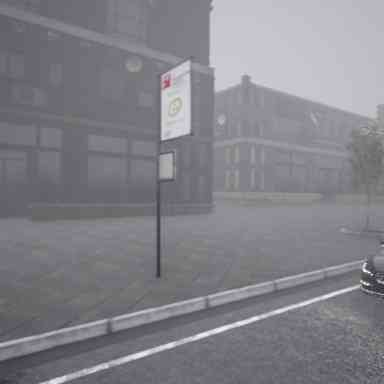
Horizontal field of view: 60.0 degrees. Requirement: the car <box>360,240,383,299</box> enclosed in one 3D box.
[{"bbox_3d":[5.672,1.507,7.423,4.892,1.490,1.837,0,0,-36],"label":"car"}]
